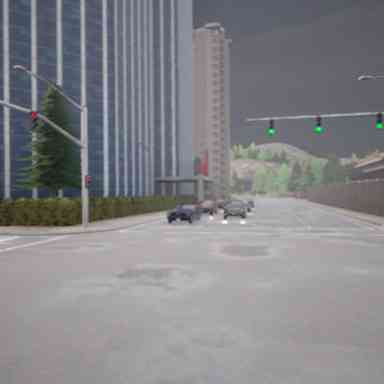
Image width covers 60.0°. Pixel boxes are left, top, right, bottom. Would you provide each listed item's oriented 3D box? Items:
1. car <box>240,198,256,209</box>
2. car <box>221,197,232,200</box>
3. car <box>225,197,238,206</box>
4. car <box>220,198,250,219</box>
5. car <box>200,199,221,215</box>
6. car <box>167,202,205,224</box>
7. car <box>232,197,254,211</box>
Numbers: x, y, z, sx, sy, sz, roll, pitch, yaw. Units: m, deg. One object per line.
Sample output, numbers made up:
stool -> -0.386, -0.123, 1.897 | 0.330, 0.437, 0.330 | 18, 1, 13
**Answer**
car -> 8.361, 1.662, 49.658 | 2.033, 1.411, 5.357 | -1, 0, 13
car -> 3.880, 1.693, 45.730 | 2.033, 1.411, 5.357 | -1, 0, 13
car -> 7.123, 1.681, 59.783 | 1.837, 1.490, 4.892 | -1, -1, 13
car -> 3.987, 1.580, 30.264 | 1.837, 1.490, 4.892 | -1, 0, 13
car -> 1.550, 1.601, 35.380 | 1.882, 1.535, 5.008 | -1, 0, 13
car -> -0.519, 1.705, 26.208 | 1.895, 1.301, 4.718 | -1, 0, 13
car -> 5.993, 1.620, 39.304 | 1.812, 1.442, 4.674 | -1, 0, 14
